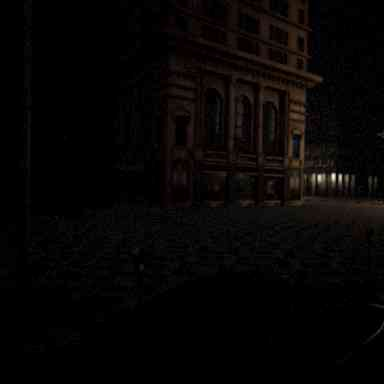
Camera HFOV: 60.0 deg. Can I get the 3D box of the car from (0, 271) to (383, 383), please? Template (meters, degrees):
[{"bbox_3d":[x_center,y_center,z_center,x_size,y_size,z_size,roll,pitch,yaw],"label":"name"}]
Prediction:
[{"bbox_3d":[0.331,1.511,2.845,4.313,1.339,1.947,1,1,-34],"label":"car"}]
